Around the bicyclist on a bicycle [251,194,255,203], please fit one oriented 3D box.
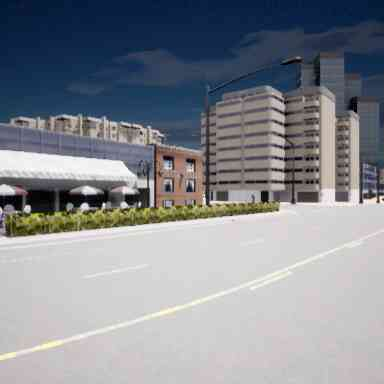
[{"bbox_3d":[10.956,1.274,59.709,0.582,1.620,1.656,0,0,39],"label":"bicyclist on a bicycle"}]
